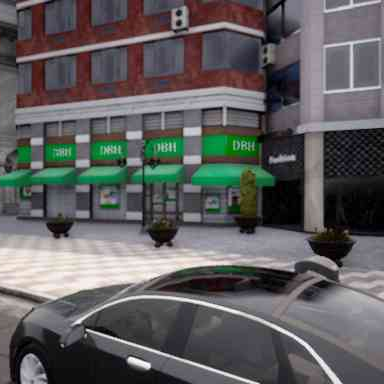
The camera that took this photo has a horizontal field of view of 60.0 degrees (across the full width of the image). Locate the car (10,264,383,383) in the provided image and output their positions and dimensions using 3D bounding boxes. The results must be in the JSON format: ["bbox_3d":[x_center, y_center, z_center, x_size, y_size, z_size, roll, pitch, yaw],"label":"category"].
[{"bbox_3d":[0.141,1.503,3.190,4.892,1.490,1.837,0,0,36],"label":"car"}]
